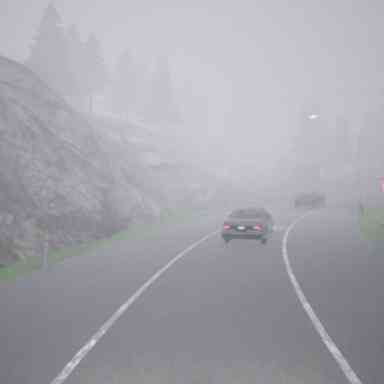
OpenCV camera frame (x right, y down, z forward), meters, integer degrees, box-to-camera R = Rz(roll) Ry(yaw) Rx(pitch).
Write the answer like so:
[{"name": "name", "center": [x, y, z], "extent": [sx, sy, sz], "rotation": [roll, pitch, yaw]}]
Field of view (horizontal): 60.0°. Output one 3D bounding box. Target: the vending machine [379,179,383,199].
[{"name": "vending machine", "center": [20.924, -0.370, 35.617], "extent": [0.880, 2.100, 1.100], "rotation": [3, -9, -42]}]

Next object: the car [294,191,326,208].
[{"name": "car", "center": [11.332, 0.655, 31.827], "extent": [2.128, 1.511, 4.902], "rotation": [-2, 2, 37]}]

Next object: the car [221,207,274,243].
[{"name": "car", "center": [2.690, 1.389, 15.354], "extent": [2.033, 1.411, 5.357], "rotation": [-1, 1, 18]}]
